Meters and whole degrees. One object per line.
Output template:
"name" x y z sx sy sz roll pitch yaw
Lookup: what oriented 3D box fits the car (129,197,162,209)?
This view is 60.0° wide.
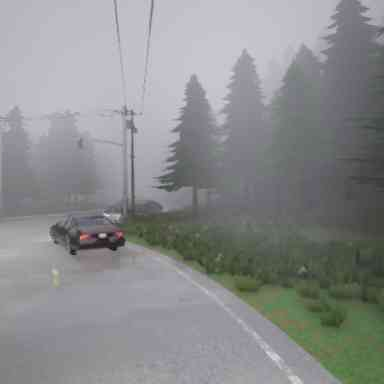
"car" -4.359 1.510 33.105 1.812 1.442 4.674 0 0 17

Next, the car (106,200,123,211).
"car" -7.570 1.573 35.489 1.994 1.385 4.181 0 0 12

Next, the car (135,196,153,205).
"car" -9.041 1.507 62.346 1.837 1.490 4.892 0 0 -26

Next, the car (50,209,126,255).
"car" -4.443 1.575 13.676 2.033 1.411 5.357 -1 0 -32
